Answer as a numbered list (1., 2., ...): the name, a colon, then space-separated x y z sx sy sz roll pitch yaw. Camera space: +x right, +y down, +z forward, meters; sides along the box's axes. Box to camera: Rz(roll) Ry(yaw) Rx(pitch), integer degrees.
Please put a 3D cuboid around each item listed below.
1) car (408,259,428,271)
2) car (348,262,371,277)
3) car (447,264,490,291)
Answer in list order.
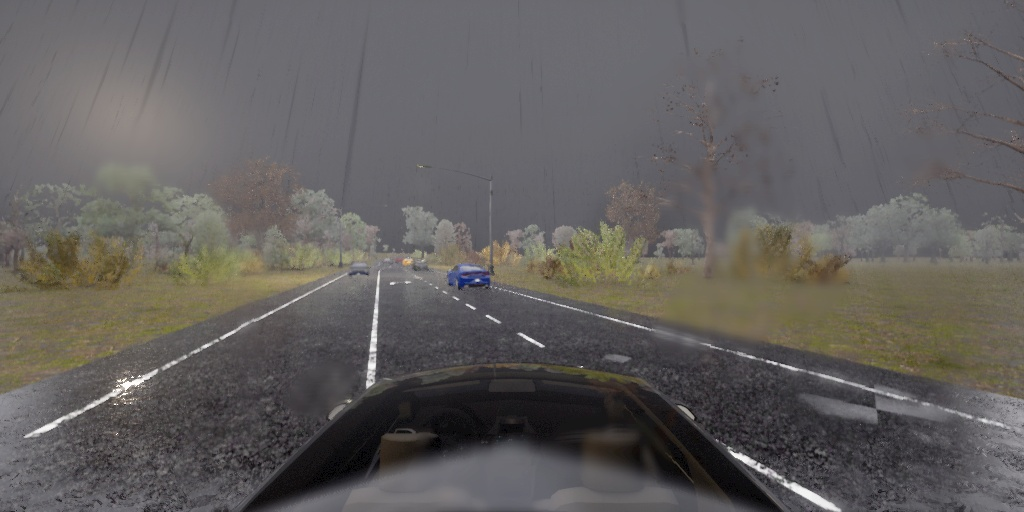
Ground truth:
1. car: -12.741 1.259 49.509 2.128 1.511 4.902 0 0 -20
2. car: -15.200 1.322 35.821 2.033 1.411 5.357 0 0 -21
3. car: -2.814 1.237 22.473 1.882 1.535 5.008 0 0 -20
